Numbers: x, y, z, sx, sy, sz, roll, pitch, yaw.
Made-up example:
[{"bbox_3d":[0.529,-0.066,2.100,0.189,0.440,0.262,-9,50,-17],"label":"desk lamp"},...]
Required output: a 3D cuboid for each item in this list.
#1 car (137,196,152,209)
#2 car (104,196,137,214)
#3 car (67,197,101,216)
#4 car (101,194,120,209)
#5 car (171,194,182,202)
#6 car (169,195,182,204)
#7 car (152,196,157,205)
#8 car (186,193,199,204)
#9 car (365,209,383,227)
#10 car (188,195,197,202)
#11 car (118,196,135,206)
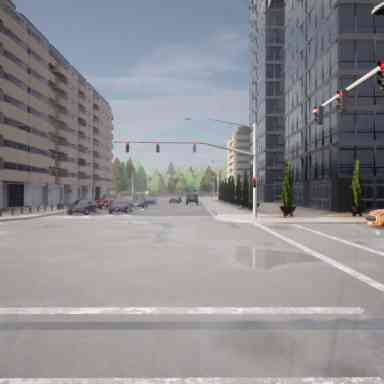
[{"bbox_3d":[-7.329,1.492,46.354,2.128,1.511,4.902,0,0,1],"label":"car"},{"bbox_3d":[-7.400,1.507,34.836,1.837,1.490,4.892,0,-1,0],"label":"car"},{"bbox_3d":[-10.897,1.507,33.203,1.837,1.490,4.892,0,-1,0],"label":"car"},{"bbox_3d":[-10.863,1.223,44.539,2.150,2.045,5.566,0,0,0],"label":"car"},{"bbox_3d":[-3.396,1.355,74.380,2.097,1.767,4.553,0,0,1],"label":"car"},{"bbox_3d":[-3.420,1.526,64.362,1.812,1.442,4.674,0,0,1],"label":"car"},{"bbox_3d":[-7.184,1.478,57.197,1.882,1.535,5.008,0,0,1],"label":"car"},{"bbox_3d":[0.043,1.224,61.415,2.150,2.045,5.566,0,0,1],"label":"car"},{"bbox_3d":[13.583,1.407,21.217,4.553,1.767,2.097,0,0,0],"label":"car"},{"bbox_3d":[0.112,1.500,74.656,1.837,1.490,4.892,0,0,1],"label":"car"},{"bbox_3d":[-10.723,1.478,54.774,1.882,1.535,5.008,0,0,1],"label":"car"}]
